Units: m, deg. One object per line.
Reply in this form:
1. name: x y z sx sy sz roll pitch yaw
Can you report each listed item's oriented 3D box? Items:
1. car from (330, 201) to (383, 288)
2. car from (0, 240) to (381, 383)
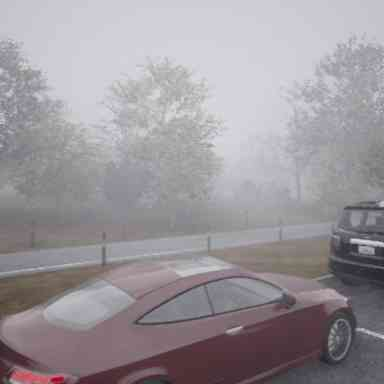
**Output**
1. car: 5.631 1.230 8.074 5.566 2.045 2.435 0 0 -35
2. car: 0.141 1.536 4.157 4.674 1.452 2.002 0 0 -35
